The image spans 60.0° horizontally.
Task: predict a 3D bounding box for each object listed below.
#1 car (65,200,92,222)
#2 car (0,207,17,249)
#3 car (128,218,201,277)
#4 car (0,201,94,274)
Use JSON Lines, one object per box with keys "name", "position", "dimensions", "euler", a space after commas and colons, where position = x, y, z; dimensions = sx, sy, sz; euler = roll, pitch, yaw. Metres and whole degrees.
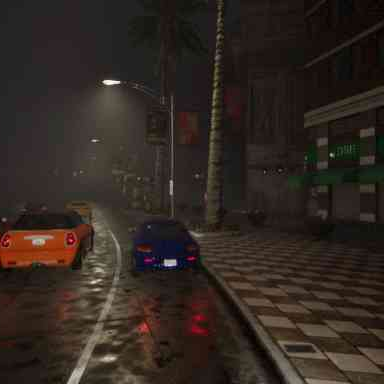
{"name": "car", "position": [-9.281, 1.469, 27.444], "dimensions": [1.882, 1.535, 5.008], "euler": [0, 0, -18]}
{"name": "car", "position": [-8.448, 1.470, 12.846], "dimensions": [1.882, 1.535, 5.008], "euler": [0, 0, -14]}
{"name": "car", "position": [-0.947, 1.524, 10.194], "dimensions": [1.812, 1.442, 4.674], "euler": [0, 0, -11]}
{"name": "car", "position": [-4.464, 1.348, 10.889], "dimensions": [2.097, 1.767, 4.553], "euler": [0, 0, -11]}
